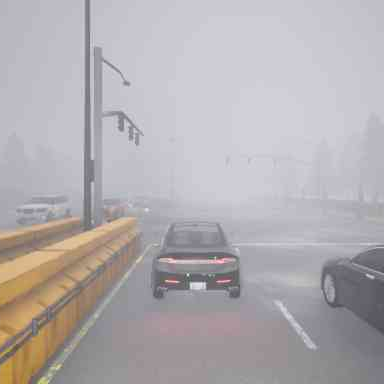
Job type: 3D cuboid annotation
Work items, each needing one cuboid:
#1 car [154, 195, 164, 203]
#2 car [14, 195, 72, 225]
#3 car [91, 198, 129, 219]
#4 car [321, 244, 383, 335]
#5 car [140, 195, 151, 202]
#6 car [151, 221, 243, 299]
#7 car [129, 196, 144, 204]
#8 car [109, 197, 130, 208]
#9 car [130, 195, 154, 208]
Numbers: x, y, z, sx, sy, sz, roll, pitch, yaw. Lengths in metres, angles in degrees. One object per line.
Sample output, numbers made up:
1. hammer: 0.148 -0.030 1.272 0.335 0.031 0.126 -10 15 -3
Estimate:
1. car: -7.103 1.547 62.451 2.033 1.411 5.357 0 0 0
2. car: -10.620 1.221 24.245 2.150 2.045 5.566 0 0 0
3. car: -7.122 1.352 28.432 2.097 1.767 4.553 0 0 0
4. car: 3.597 1.505 5.049 1.837 1.490 4.892 0 0 0
5. car: -10.557 1.478 75.804 1.882 1.535 5.008 0 0 0
6. car: 0.078 1.492 8.463 2.128 1.511 4.902 0 0 -1
7. car: -10.594 1.493 63.727 2.128 1.511 4.902 0 0 1
8. car: -10.634 1.547 49.263 2.033 1.411 5.357 0 0 0
9. car: -7.133 1.351 47.297 2.097 1.767 4.553 0 0 0
